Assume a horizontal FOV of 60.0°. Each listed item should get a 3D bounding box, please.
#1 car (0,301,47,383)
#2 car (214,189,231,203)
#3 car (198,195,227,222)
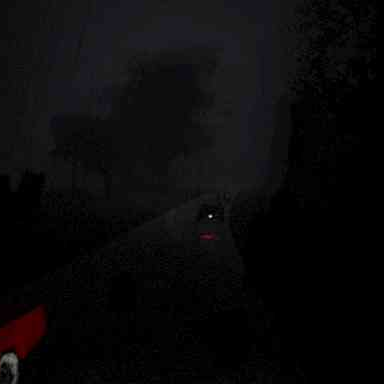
[{"bbox_3d":[-2.794,1.592,1.974,1.895,1.301,4.718,0,0,1],"label":"car"},{"bbox_3d":[3.861,0.400,42.248,2.097,1.767,4.553,1,3,9],"label":"car"},{"bbox_3d":[1.461,1.269,24.459,1.837,1.490,4.892,0,2,6],"label":"car"}]
